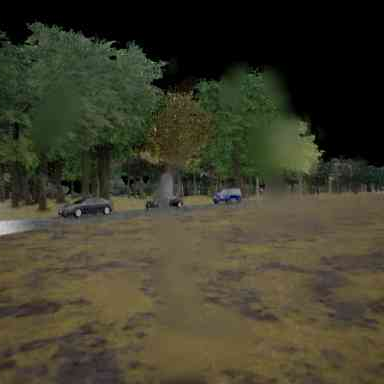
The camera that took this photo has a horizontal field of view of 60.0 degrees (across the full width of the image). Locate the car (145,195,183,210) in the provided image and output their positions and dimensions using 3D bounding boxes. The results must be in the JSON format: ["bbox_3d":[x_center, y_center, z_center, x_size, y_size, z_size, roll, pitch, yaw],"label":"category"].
[{"bbox_3d":[-2.952,1.063,36.017,1.882,1.535,5.008,-3,-1,35],"label":"car"}]

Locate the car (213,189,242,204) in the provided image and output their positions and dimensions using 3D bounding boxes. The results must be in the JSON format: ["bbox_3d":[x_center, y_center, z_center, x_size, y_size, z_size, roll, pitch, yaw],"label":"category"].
[{"bbox_3d":[5.100,0.596,47.386,2.150,2.045,5.566,-3,0,36],"label":"car"}]

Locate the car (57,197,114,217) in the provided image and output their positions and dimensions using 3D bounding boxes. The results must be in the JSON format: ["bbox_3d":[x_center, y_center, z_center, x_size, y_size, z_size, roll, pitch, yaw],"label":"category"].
[{"bbox_3d":[-8.795,1.250,27.756,1.837,1.490,4.892,-3,-1,35],"label":"car"}]
